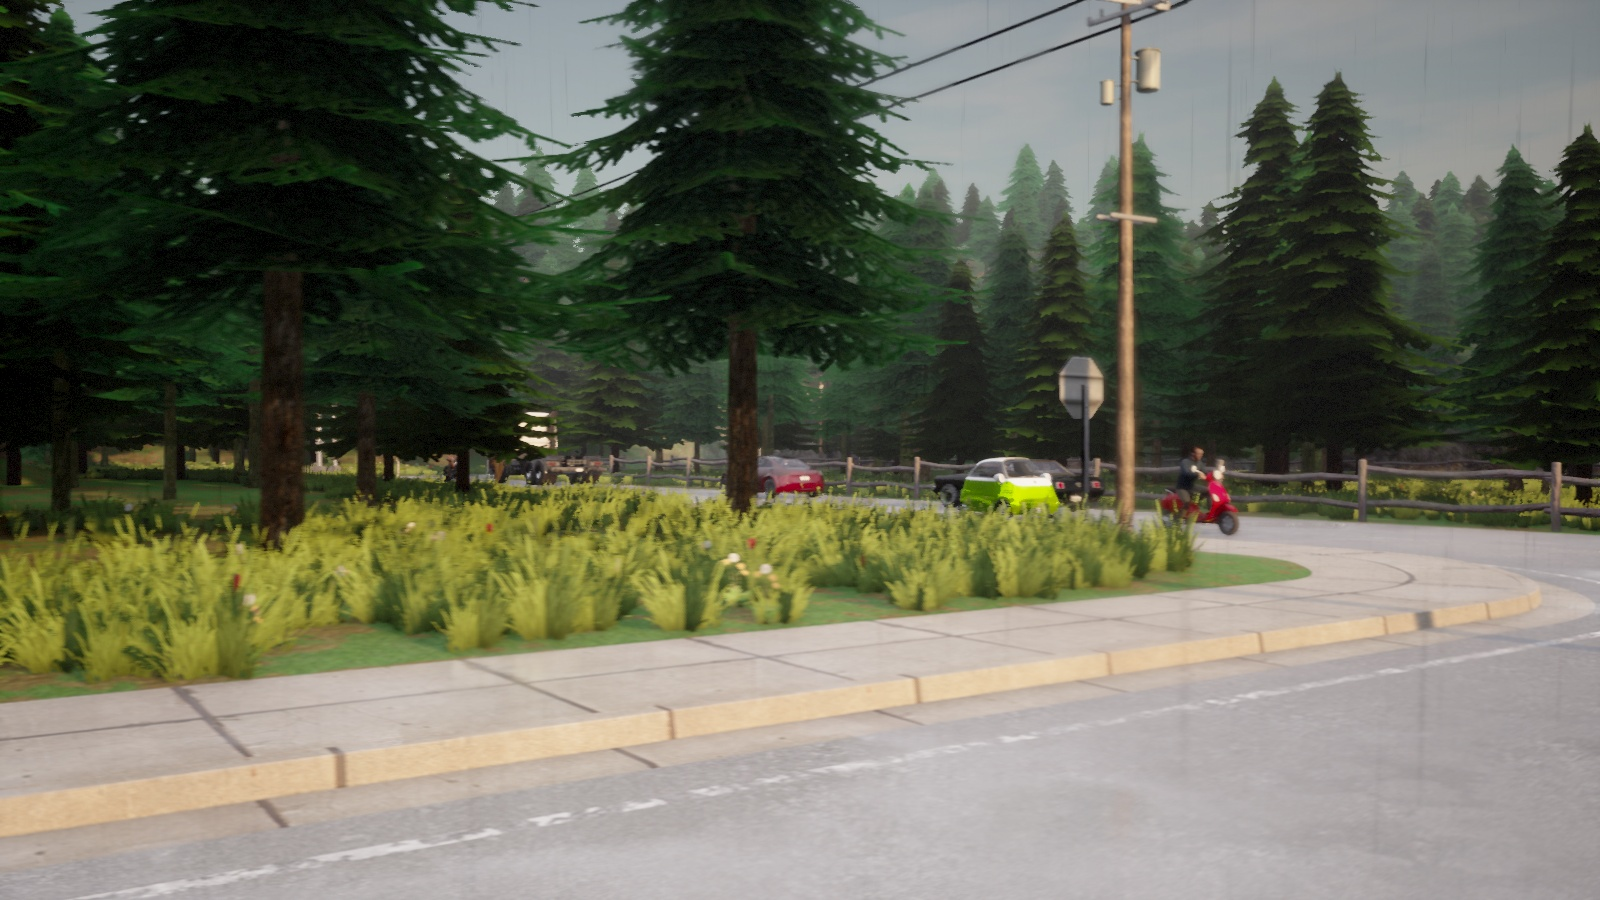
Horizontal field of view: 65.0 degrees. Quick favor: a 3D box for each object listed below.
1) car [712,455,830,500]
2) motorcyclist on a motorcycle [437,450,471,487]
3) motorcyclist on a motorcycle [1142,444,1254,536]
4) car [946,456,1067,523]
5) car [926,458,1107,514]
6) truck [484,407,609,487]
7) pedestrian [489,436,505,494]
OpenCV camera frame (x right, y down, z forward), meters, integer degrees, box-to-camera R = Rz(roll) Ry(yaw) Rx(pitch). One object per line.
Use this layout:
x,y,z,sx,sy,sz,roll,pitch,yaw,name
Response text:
-1.010,0.879,41.915,1.994,1.385,4.181,0,0,-34,car
-16.025,0.838,58.133,0.766,1.649,2.350,0,0,-35,motorcyclist on a motorcycle
7.226,0.698,22.888,0.866,1.590,1.817,0,0,-31,motorcyclist on a motorcycle
4.455,0.817,27.249,1.481,1.376,2.207,0,0,-32,car
5.446,0.870,32.212,1.895,1.301,4.718,0,0,-33,car
-11.897,-0.104,58.262,2.891,3.462,7.936,0,0,-34,truck
-10.200,0.500,42.304,0.395,1.930,0.692,0,0,-25,pedestrian
